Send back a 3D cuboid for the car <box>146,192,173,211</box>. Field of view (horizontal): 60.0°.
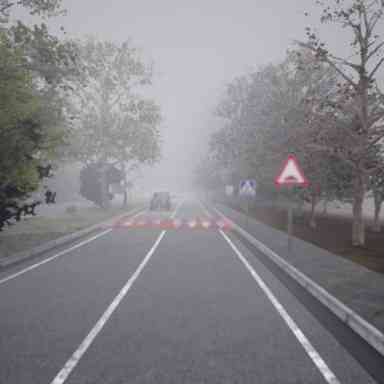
[{"bbox_3d":[-3.521,1.030,38.128,2.150,2.045,5.566,0,1,-1],"label":"car"}]

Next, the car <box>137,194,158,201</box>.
[{"bbox_3d":[-11.029,1.368,83.454,5.008,1.535,2.097,0,-1,-1],"label":"car"}]

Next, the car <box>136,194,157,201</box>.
[{"bbox_3d":[-10.998,1.311,80.683,4.892,1.521,2.231,0,-1,-1],"label":"car"}]

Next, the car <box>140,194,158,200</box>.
[{"bbox_3d":[-11.084,1.308,86.233,4.553,1.767,2.185,0,-2,-1],"label":"car"}]

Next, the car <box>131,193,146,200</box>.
[{"bbox_3d":[-10.777,1.258,77.917,5.366,1.575,1.946,0,-1,-1],"label":"car"}]

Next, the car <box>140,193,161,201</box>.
[{"bbox_3d":[-11.054,1.253,89.008,5.566,2.045,2.435,0,-2,-1],"label":"car"}]
